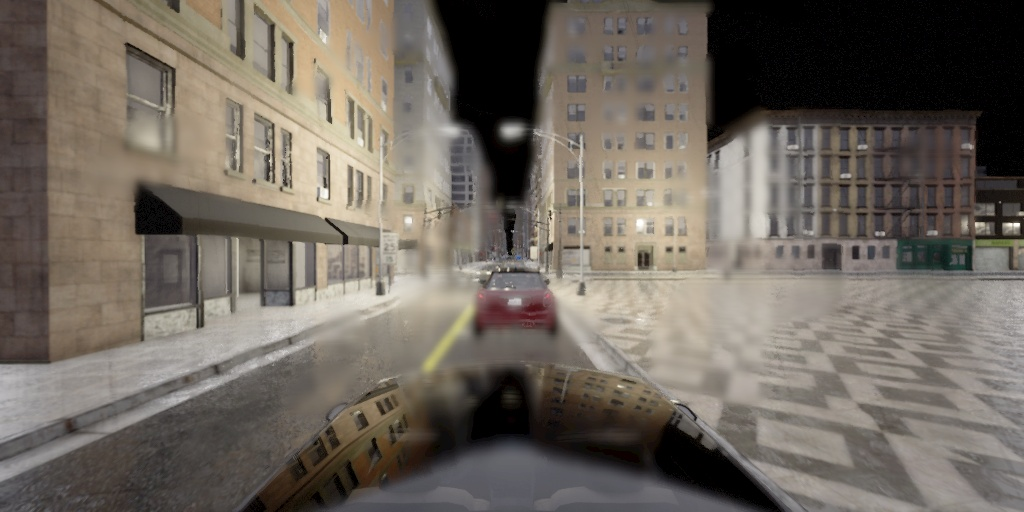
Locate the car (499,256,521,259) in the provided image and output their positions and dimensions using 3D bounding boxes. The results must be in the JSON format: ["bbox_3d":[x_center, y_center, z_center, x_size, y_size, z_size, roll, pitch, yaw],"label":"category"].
[{"bbox_3d":[0.048,1.064,22.166,2.097,1.767,4.553,0,0,-1],"label":"car"}]

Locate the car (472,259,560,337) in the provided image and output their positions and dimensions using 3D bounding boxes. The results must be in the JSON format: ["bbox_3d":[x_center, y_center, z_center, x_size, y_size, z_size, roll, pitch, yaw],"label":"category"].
[{"bbox_3d":[0.101,1.087,10.426,2.097,1.767,4.553,0,0,0],"label":"car"}]
